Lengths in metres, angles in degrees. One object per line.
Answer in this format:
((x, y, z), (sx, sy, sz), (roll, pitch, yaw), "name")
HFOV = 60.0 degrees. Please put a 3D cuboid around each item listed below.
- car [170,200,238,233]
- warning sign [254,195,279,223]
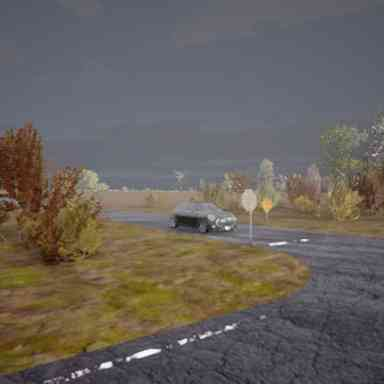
((0.600, 1.367, 19.728), (2.097, 1.767, 4.553), (0, 0, -36), "car")
((5.195, 1.153, 23.193), (1.300, 1.860, 1.060), (0, 0, -36), "warning sign")
